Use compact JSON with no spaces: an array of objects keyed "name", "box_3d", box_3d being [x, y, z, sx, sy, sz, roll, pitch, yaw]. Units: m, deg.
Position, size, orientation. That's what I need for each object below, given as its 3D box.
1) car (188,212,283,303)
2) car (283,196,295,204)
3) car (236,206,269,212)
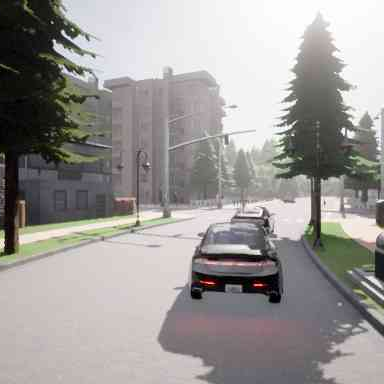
[{"name":"car","box_3d":[1.104,1.492,8.277,2.128,1.511,4.902,0,0,9]},{"name":"car","box_3d":[19.160,1.512,65.650,1.882,1.535,5.008,0,0,24]},{"name":"car","box_3d":[3.230,1.492,17.384,2.128,1.511,4.902,0,0,18]}]
